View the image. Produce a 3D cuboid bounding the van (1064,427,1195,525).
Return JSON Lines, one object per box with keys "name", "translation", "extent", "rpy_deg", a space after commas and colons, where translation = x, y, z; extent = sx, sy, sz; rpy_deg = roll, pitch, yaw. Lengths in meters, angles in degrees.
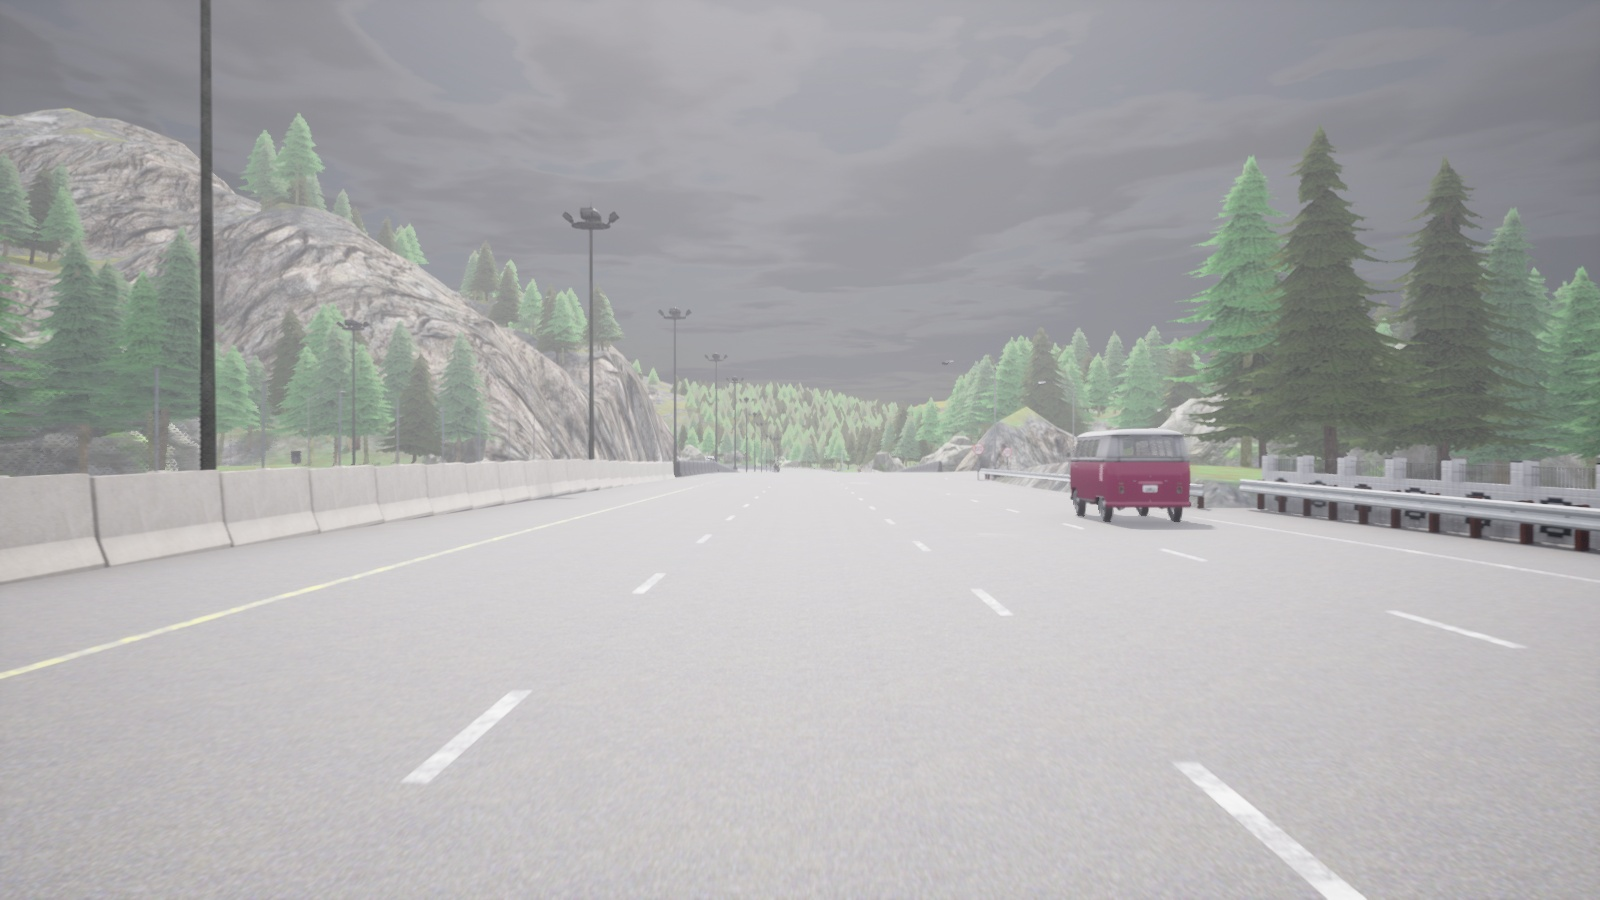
{"name": "van", "translation": [7.174, 0.543, 27.790], "extent": [1.775, 1.987, 4.442], "rpy_deg": [0, 0, 0]}
